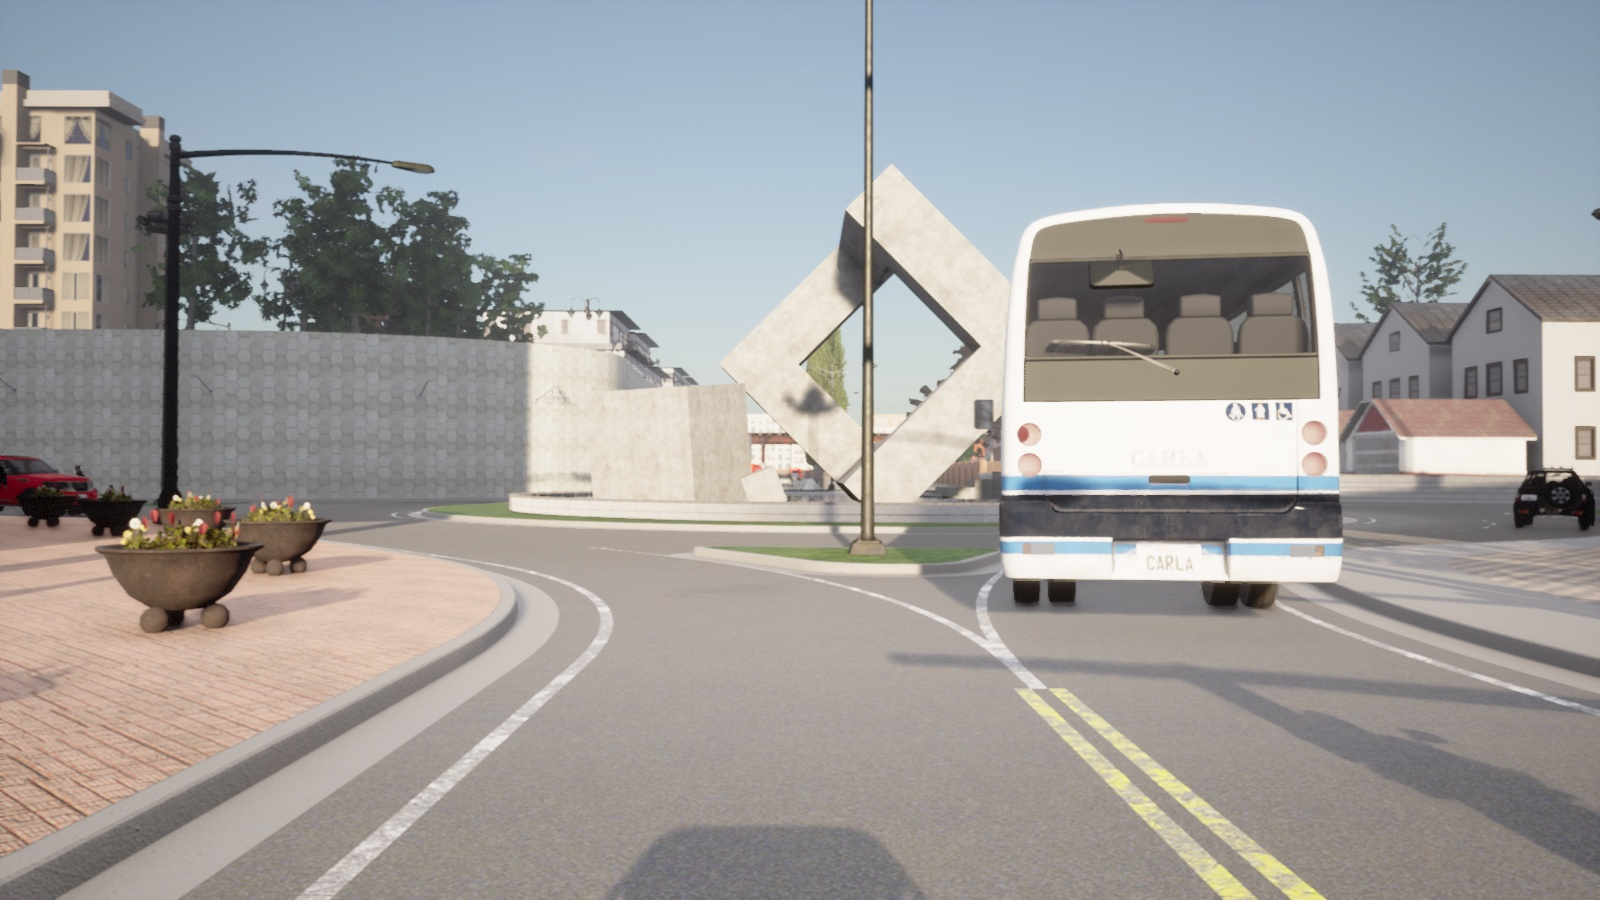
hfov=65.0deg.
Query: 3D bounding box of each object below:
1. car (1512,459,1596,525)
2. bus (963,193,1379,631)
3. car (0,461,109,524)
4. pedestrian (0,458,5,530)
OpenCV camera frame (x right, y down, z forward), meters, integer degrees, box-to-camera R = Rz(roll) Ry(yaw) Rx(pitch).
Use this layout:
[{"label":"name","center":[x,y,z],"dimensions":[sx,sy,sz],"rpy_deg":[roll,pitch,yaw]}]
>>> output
[{"label":"car","center":[22.975,1.232,38.189],"dimensions":[1.932,1.855,4.605],"rpy_deg":[-1,-1,34]},{"label":"bus","center":[4.469,-0.260,17.564],"dimensions":[3.944,4.253,10.273],"rpy_deg":[-1,-1,9]},{"label":"car","center":[-26.580,1.408,42.381],"dimensions":[5.566,2.045,2.150],"rpy_deg":[0,-1,10]},{"label":"pedestrian","center":[-20.826,1.141,32.401],"dimensions":[0.376,1.854,0.720],"rpy_deg":[0,-1,-20]}]
